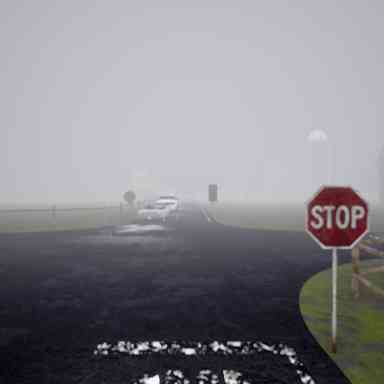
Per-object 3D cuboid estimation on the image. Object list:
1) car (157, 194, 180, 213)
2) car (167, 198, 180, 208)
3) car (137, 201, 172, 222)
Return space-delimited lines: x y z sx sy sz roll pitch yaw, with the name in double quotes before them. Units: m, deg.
"car" -2.819 1.281 38.961 2.150 2.045 5.566 0 0 1
"car" -2.792 1.624 51.640 1.812 1.442 4.674 0 0 0
"car" -3.023 1.630 26.709 1.895 1.301 4.718 0 0 3
